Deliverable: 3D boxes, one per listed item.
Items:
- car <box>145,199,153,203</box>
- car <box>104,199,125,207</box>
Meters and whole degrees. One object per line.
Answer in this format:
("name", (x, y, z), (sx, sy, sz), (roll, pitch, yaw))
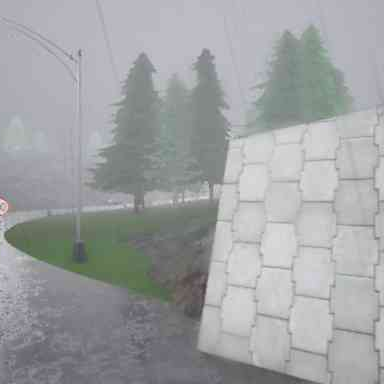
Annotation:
("car", (-10.941, 2.031, 77.555), (2.128, 1.511, 4.902), (-1, 1, 30))
("car", (-15.969, 2.204, 68.713), (1.882, 1.535, 5.008), (-1, 1, 30))
